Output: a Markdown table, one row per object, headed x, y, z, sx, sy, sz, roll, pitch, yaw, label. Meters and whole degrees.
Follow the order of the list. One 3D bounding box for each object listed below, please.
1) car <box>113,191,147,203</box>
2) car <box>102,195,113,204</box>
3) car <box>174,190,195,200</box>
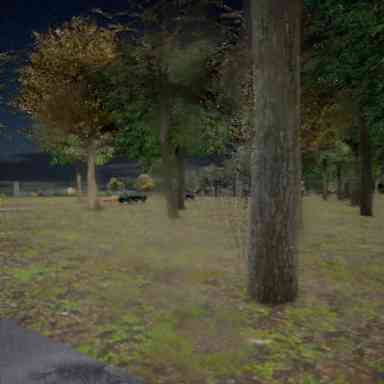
| x | y | z | sx | sy | sz | roll | pitch | yaw | label |
| --- | --- | --- | --- | --- | --- | --- | --- | --- | --- |
| -10.113 | 0.832 | 56.663 | 2.150 | 2.045 | 5.566 | -3 | -1 | 36 | car |
| -13.448 | 1.220 | 58.111 | 1.882 | 1.535 | 5.008 | -3 | -1 | 36 | car |
| -1.704 | 0.699 | 68.466 | 2.150 | 2.045 | 5.566 | -3 | -1 | 35 | car |
